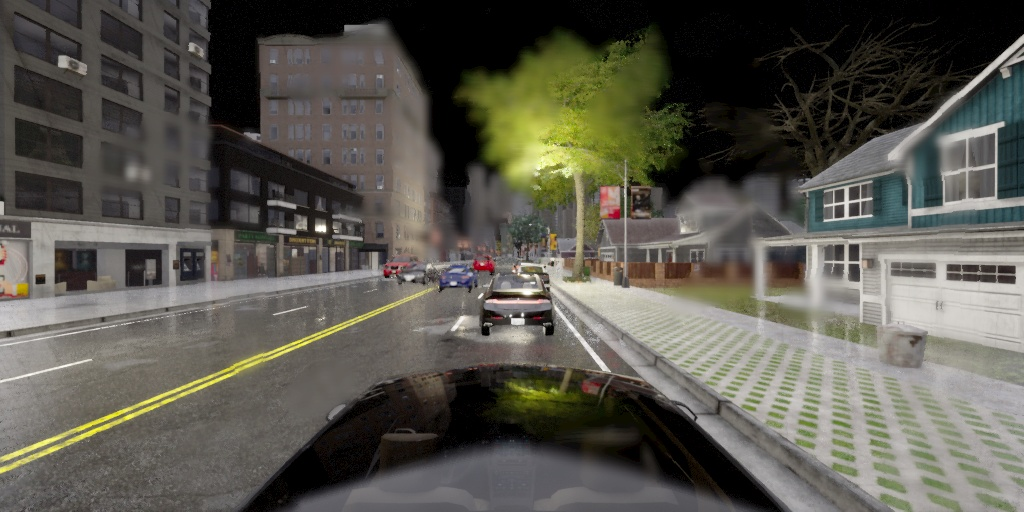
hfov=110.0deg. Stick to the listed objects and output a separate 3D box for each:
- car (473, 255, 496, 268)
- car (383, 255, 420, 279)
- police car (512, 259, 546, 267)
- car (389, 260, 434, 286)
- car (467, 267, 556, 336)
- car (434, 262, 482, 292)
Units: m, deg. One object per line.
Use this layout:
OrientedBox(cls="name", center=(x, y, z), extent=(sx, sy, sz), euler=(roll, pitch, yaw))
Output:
OrientedBox(cls="car", center=(-2.983, 0.942, 38.659), extent=(2.150, 2.045, 5.566), euler=(0, 0, 0))
OrientedBox(cls="car", center=(-9.714, 0.949, 32.318), extent=(2.150, 2.045, 5.566), euler=(0, 0, 0))
OrientedBox(cls="police car", center=(1.059, 1.164, 20.633), extent=(1.930, 1.638, 5.238), euler=(0, 0, 0))
OrientedBox(cls="car", center=(-6.494, 1.226, 25.041), extent=(2.128, 1.511, 4.902), euler=(0, 0, 0))
OrientedBox(cls="car", center=(0.138, 1.238, 10.384), extent=(2.128, 1.511, 4.902), euler=(0, 0, 0))
OrientedBox(cls="car", center=(-3.065, 1.264, 21.114), extent=(1.812, 1.442, 4.674), euler=(0, 0, 0))
